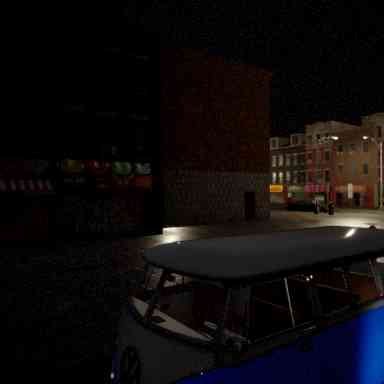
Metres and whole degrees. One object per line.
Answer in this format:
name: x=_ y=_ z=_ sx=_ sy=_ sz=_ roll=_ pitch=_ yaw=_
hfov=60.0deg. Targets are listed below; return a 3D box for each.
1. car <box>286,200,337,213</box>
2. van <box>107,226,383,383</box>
car: x=12.705 y=1.547 z=35.865 sx=2.033 sy=1.411 sz=5.357 roll=0 pitch=0 yaw=-35
van: x=1.124 y=1.341 z=3.624 sx=3.998 sy=1.788 sz=1.690 roll=0 pitch=0 yaw=-36
